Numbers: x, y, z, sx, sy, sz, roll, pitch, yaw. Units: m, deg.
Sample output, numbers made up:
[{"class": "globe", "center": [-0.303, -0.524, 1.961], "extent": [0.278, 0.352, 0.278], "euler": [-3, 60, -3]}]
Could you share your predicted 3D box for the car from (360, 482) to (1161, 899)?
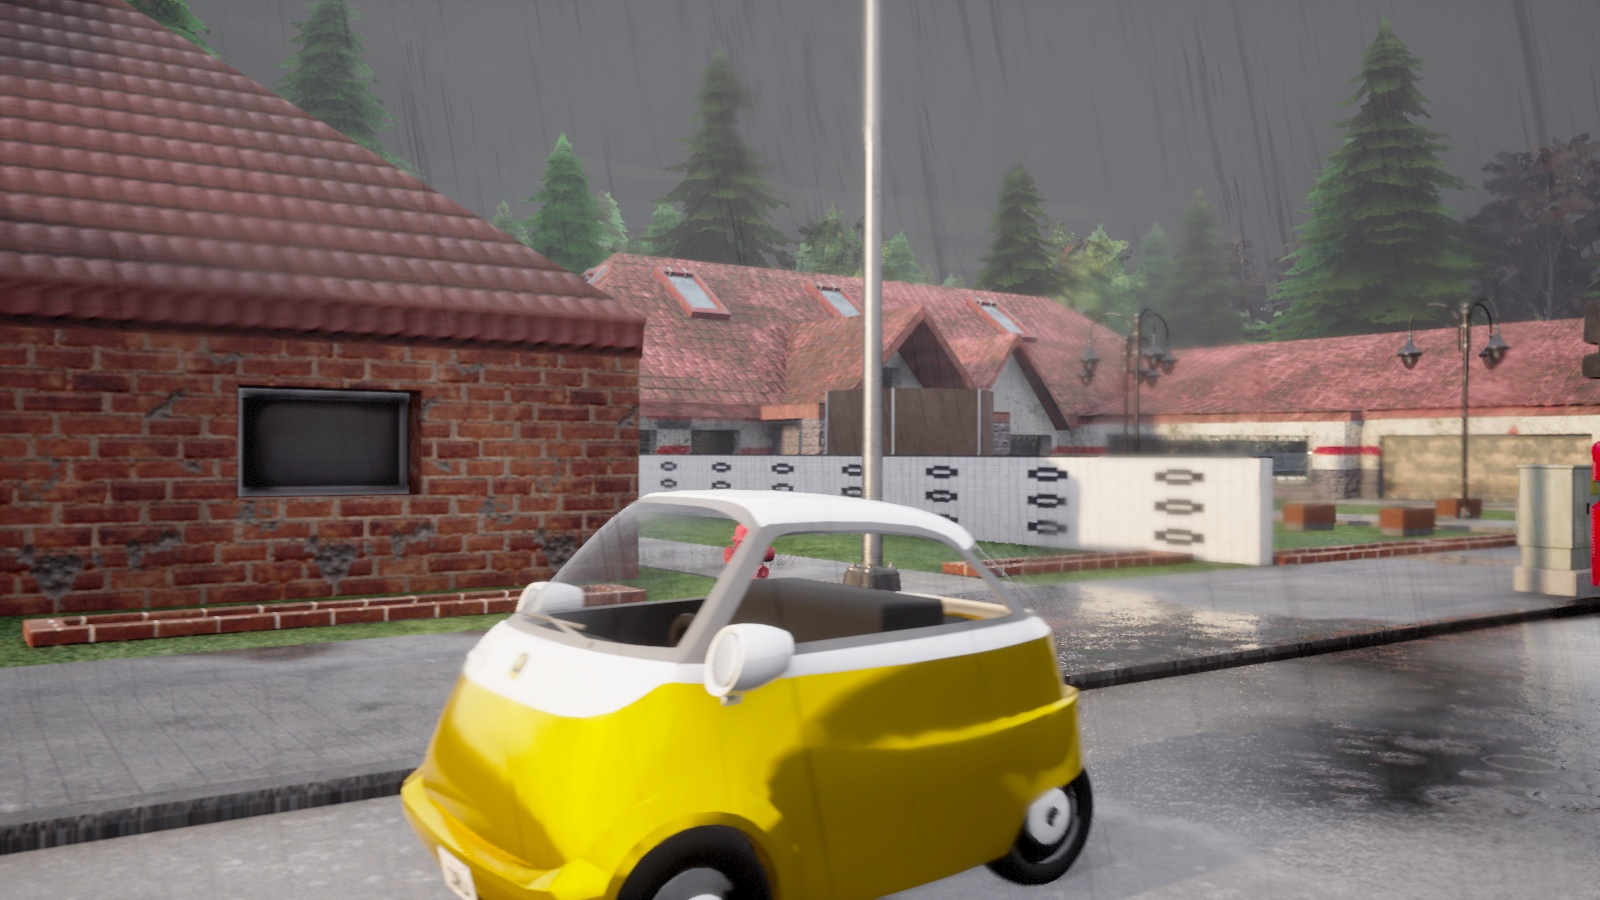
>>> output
[{"class": "car", "center": [-0.123, 0.811, 4.183], "extent": [2.207, 1.376, 1.481], "euler": [1, -1, -35]}]

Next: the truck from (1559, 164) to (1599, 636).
[{"class": "truck", "center": [10.613, -0.397, 11.664], "extent": [8.468, 3.827, 2.891], "euler": [0, 0, -35]}]
